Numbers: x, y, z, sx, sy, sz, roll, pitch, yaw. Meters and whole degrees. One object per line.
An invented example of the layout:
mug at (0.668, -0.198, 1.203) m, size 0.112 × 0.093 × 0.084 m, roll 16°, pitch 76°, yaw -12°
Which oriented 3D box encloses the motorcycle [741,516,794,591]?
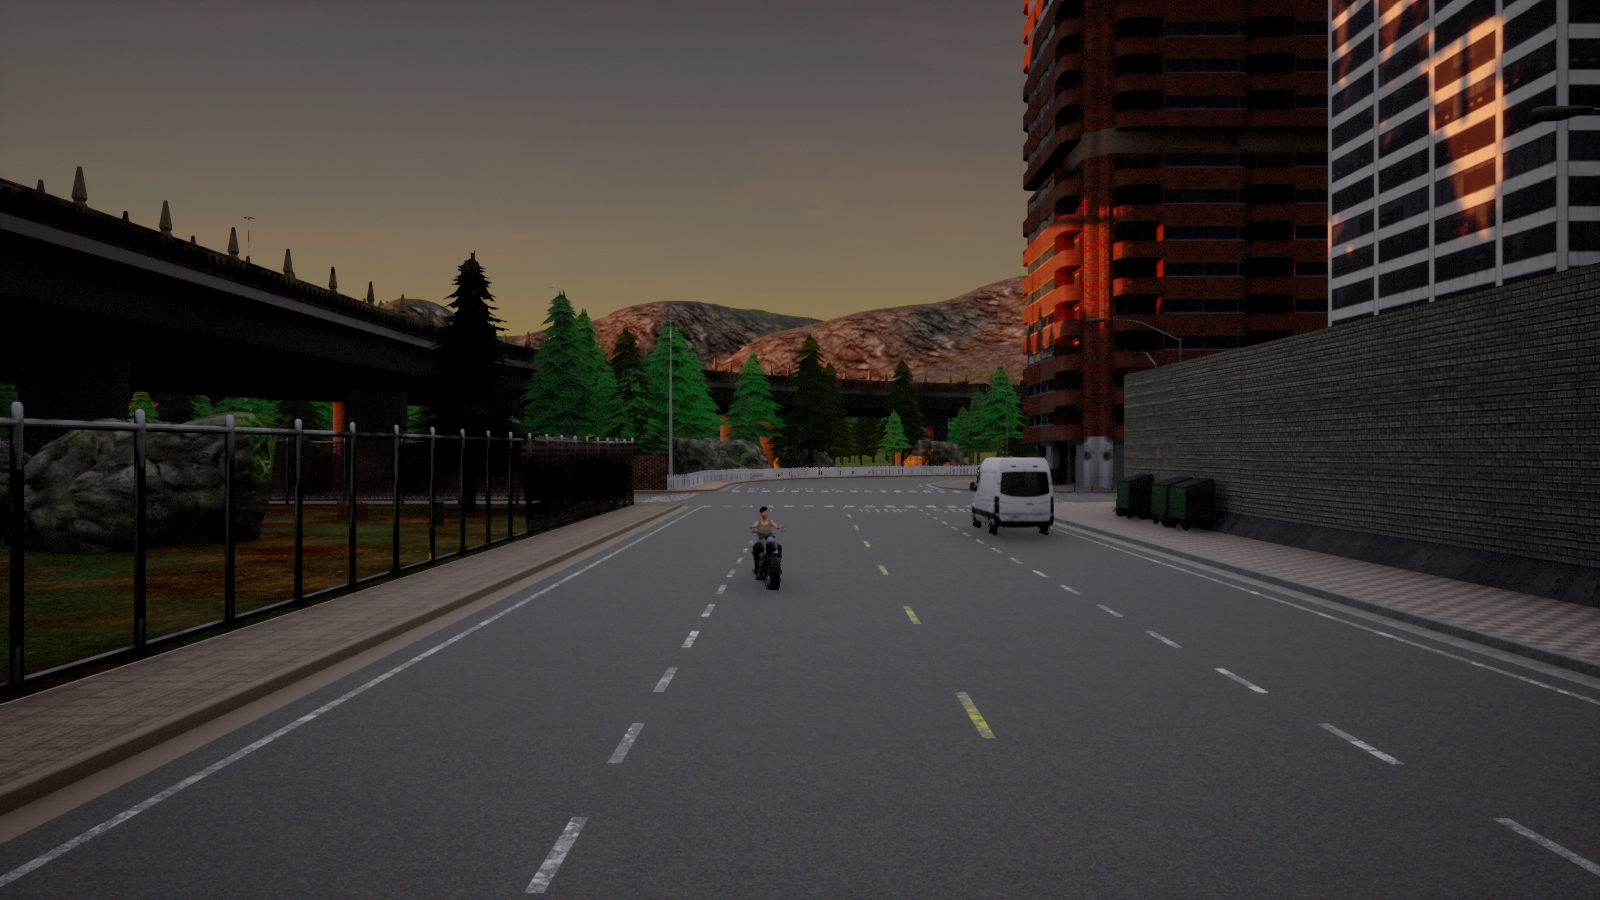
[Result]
motorcycle at (-0.690, 2.099, 23.621) m, size 0.764 × 1.307 × 2.356 m, roll 0°, pitch 0°, yaw -10°

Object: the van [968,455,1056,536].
van at (7.274, 1.479, 39.796) m, size 1.988 × 2.561 × 5.915 m, roll 0°, pitch 0°, yaw 0°
